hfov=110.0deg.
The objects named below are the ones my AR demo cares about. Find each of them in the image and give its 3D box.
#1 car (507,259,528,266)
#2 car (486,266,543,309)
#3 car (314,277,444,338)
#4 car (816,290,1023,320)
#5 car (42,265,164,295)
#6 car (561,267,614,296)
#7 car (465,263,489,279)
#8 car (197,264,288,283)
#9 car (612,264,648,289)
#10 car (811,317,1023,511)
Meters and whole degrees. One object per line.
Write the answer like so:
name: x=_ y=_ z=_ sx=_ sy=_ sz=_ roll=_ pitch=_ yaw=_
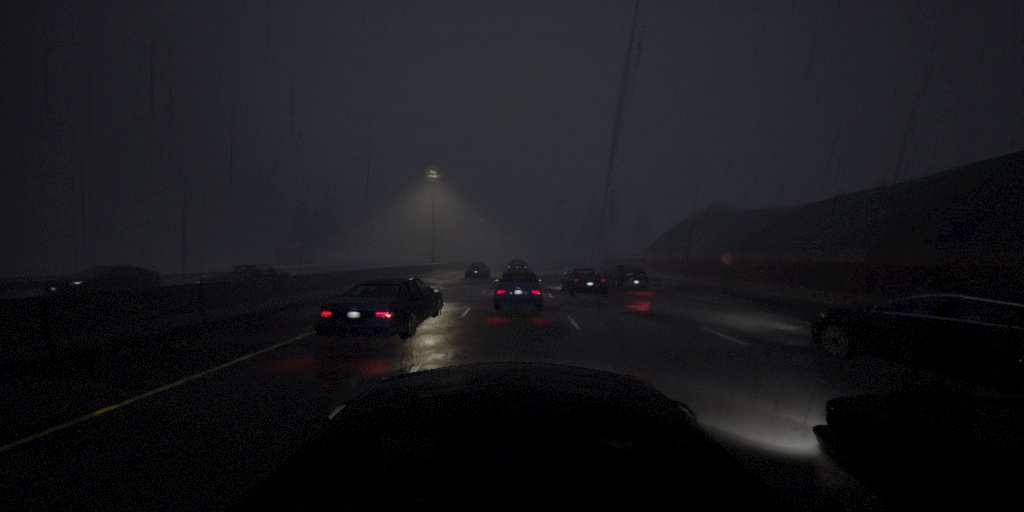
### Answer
car: x=0.538 y=1.101 z=36.334 sx=2.097 sy=1.767 sz=4.553 roll=0 pitch=0 yaw=1
car: x=0.260 y=1.297 z=14.847 sx=2.033 sy=1.411 sz=5.357 roll=0 pitch=0 yaw=1
car: x=-3.306 y=1.289 z=10.068 sx=2.033 sy=1.411 sz=5.357 roll=0 pitch=0 yaw=1
car: x=7.170 y=1.259 z=5.498 sx=2.128 sy=1.511 sz=4.902 roll=0 pitch=0 yaw=0
car: x=-20.882 y=1.223 z=18.668 sx=1.812 sy=1.442 sz=4.674 roll=0 pitch=0 yaw=1
car: x=3.818 y=1.323 z=19.425 sx=1.994 sy=1.385 sz=4.181 roll=0 pitch=0 yaw=1
car: x=-3.017 y=1.305 z=32.172 sx=1.994 sy=1.385 sz=4.181 roll=0 pitch=0 yaw=1
car: x=-13.891 y=1.206 z=18.772 sx=2.128 sy=1.511 sz=4.902 roll=0 pitch=0 yaw=1
car: x=7.370 y=1.272 z=23.551 sx=1.837 sy=1.490 sz=4.892 roll=0 pitch=0 yaw=1
car: x=3.620 y=1.306 z=0.695 sx=2.033 sy=1.411 sz=5.357 roll=0 pitch=0 yaw=0
